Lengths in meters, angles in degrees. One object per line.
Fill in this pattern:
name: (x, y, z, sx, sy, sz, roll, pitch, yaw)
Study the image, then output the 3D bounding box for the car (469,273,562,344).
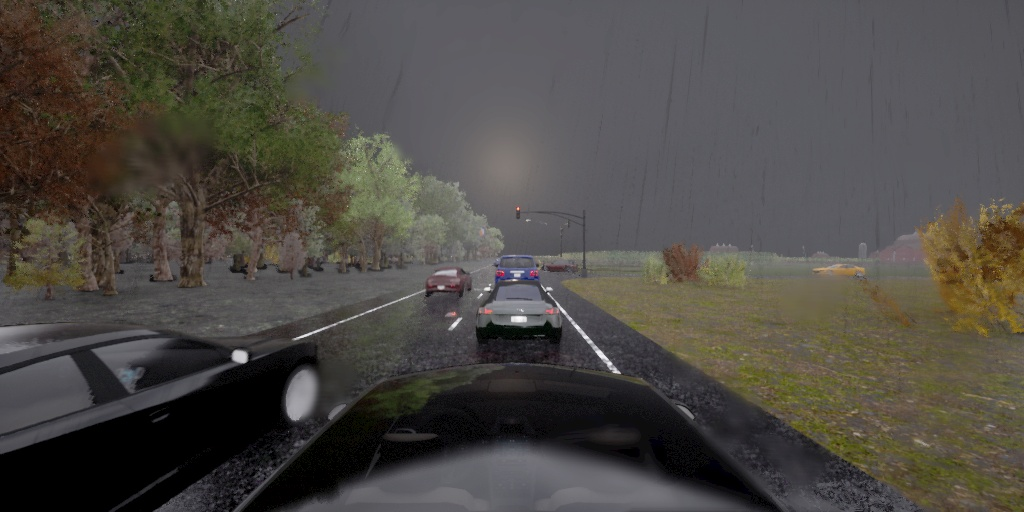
car: (0.173, 1.315, 9.637, 1.994, 1.385, 4.181, 0, 0, 1)

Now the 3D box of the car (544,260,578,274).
car: (5.902, 1.240, 44.892, 4.553, 1.767, 2.097, 1, -1, 31)

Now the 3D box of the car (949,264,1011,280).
car: (49.460, 1.844, 37.921, 4.181, 1.385, 1.994, 1, -1, 2)

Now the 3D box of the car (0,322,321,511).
car: (-3.398, 1.228, 2.599, 1.882, 1.535, 5.008, 0, -1, 1)

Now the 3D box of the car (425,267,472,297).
car: (-3.233, 1.278, 18.790, 1.812, 1.442, 4.674, 0, 0, 1)

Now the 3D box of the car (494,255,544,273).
car: (0.272, 0.974, 19.050, 2.150, 2.045, 5.566, 0, 0, 1)

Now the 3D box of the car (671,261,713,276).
car: (21.084, 1.382, 41.965, 4.553, 1.767, 2.097, 1, -1, 1)

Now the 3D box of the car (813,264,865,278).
car: (37.977, 1.692, 41.708, 5.008, 1.535, 1.882, 1, -1, 1)
